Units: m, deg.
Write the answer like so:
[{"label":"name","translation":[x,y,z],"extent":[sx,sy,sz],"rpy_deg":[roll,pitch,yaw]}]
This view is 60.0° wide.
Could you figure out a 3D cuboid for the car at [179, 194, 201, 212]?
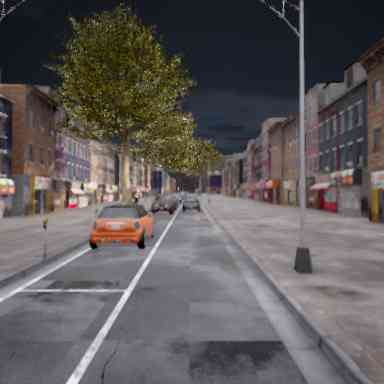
[{"label":"car","translation":[-0.058,1.302,35.194],"extent":[2.128,1.511,4.902],"rpy_deg":[0,0,0]}]

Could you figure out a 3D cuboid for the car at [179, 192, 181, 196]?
[{"label":"car","translation":[-2.742,1.105,37.806],"extent":[2.192,1.841,5.009],"rpy_deg":[2,0,0]}]

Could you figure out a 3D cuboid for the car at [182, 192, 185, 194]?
[{"label":"car","translation":[-2.820,1.107,59.948],"extent":[1.967,1.590,4.097],"rpy_deg":[2,0,0]}]

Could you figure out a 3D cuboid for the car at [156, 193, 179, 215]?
[{"label":"car","translation":[-2.724,1.136,32.272],"extent":[2.192,1.841,5.009],"rpy_deg":[2,0,0]}]

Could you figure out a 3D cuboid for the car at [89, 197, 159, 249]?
[{"label":"car","translation":[-2.803,1.274,14.317],"extent":[2.097,1.767,4.553],"rpy_deg":[0,0,0]}]

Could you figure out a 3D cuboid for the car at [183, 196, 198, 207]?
[{"label":"car","translation":[-0.141,1.311,46.429],"extent":[1.994,1.385,4.181],"rpy_deg":[0,0,0]}]

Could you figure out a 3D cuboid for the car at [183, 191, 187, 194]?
[{"label":"car","translation":[-2.899,1.135,82.088],"extent":[1.802,1.307,4.206],"rpy_deg":[2,0,0]}]

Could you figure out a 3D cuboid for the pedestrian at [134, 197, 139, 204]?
[{"label":"pedestrian","translation":[-2.812,1.200,17.147],"extent":[0.375,1.860,0.375],"rpy_deg":[-1,-1,0]}]

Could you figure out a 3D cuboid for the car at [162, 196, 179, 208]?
[{"label":"car","translation":[-2.768,1.303,43.343],"extent":[1.887,1.381,4.507],"rpy_deg":[2,0,0]}]
